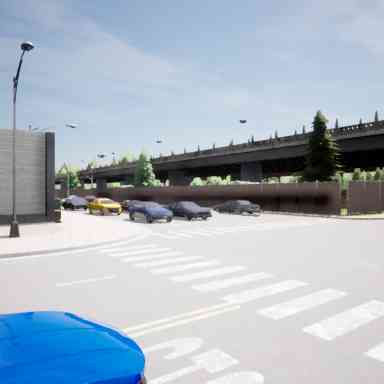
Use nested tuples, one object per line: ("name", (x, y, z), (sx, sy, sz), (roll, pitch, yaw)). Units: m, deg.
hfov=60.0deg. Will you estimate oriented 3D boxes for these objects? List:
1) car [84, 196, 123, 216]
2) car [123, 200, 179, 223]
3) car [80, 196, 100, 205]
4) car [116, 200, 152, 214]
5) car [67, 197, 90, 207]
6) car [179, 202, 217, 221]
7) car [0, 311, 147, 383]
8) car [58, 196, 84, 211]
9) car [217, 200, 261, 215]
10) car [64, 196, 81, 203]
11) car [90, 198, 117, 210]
("car", (-8.575, 1.422, 32.515), (1.882, 1.535, 5.008), (0, 0, -36))
("car", (-3.209, 1.470, 25.009), (1.812, 1.442, 4.674), (0, 0, -36))
("car", (-17.819, 1.422, 57.828), (1.882, 1.535, 5.008), (0, 0, -36))
("car", (-6.176, 1.545, 35.183), (1.895, 1.301, 4.718), (0, 0, -35))
("car", (-17.461, 1.492, 51.001), (2.033, 1.411, 5.357), (0, 0, -35))
("car", (-0.607, 1.492, 27.380), (2.033, 1.411, 5.357), (0, 0, -36))
("car", (-2.633, 1.478, 1.896), (5.008, 1.535, 1.882), (0, 0, -36))
("car", (-14.270, 1.492, 40.495), (2.033, 1.411, 5.357), (0, 0, -35))
("car", (4.318, 1.492, 32.871), (2.033, 1.411, 5.357), (0, 0, -36))
("car", (-23.745, 1.469, 65.948), (1.812, 1.442, 4.674), (0, 0, -36))
("car", (-11.430, 1.470, 42.557), (1.812, 1.442, 4.674), (0, 0, -36))
